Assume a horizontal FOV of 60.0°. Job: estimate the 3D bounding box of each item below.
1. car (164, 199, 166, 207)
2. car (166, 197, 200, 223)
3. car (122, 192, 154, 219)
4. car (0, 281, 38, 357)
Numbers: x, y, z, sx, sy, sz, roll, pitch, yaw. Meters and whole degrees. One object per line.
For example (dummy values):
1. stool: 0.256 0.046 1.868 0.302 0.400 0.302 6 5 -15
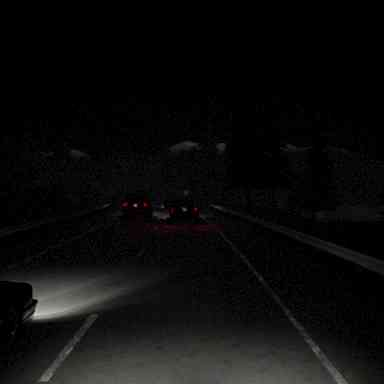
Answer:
1. car: -2.473 1.282 41.384 2.033 1.411 5.357 0 0 -8
2. car: -0.654 1.196 24.314 2.097 1.767 4.553 0 0 -4
3. car: -4.347 1.049 26.870 2.150 2.045 5.566 0 0 -5
4. car: -3.401 1.528 2.883 2.033 1.411 5.357 0 0 0
